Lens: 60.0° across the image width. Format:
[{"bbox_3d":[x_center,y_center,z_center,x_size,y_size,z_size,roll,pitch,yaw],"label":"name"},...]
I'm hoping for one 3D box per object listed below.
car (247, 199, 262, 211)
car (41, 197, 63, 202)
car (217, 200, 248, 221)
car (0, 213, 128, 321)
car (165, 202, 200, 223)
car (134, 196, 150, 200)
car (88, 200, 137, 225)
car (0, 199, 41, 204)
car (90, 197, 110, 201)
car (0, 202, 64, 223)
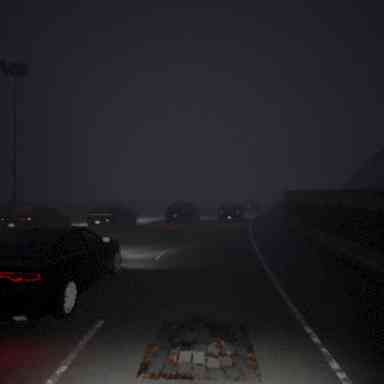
[{"bbox_3d":[7.674,1.559,42.446,1.812,1.442,4.674,0,0,19],"label":"car"},{"bbox_3d":[-22.294,1.536,52.620,1.994,1.385,4.181,0,0,19],"label":"car"},{"bbox_3d":[3.282,1.618,27.155,1.895,1.301,4.718,0,0,12],"label":"car"},{"bbox_3d":[-3.047,1.474,7.437,1.882,1.535,5.008,0,0,3],"label":"car"},{"bbox_3d":[-0.652,1.486,25.459,1.882,1.535,5.008,0,0,11],"label":"car"},{"bbox_3d":[-9.750,1.550,64.968,1.812,1.442,4.674,0,0,25],"label":"car"},{"bbox_3d":[-4.977,1.489,21.229,2.128,1.511,4.902,0,0,9],"label":"car"},{"bbox_3d":[-17.322,1.466,31.993,2.128,1.511,4.902,0,0,13],"label":"car"},{"bbox_3d":[-16.193,1.552,58.905,1.994,1.385,4.181,0,0,22],"label":"car"},{"bbox_3d":[-8.826,1.514,19.181,1.812,1.442,4.674,0,0,8],"label":"car"}]
